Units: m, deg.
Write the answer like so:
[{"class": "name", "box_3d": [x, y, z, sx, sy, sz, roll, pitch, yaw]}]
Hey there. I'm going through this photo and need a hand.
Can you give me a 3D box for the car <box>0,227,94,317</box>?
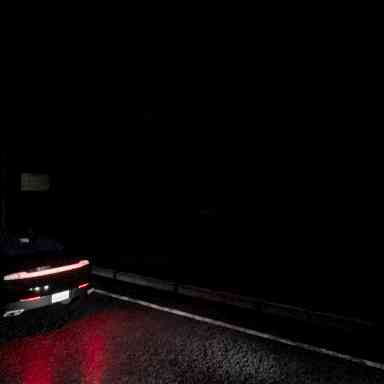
[{"class": "car", "box_3d": [-4.082, 1.492, 6.887, 4.902, 1.511, 2.128, 0, 0, 37]}]
